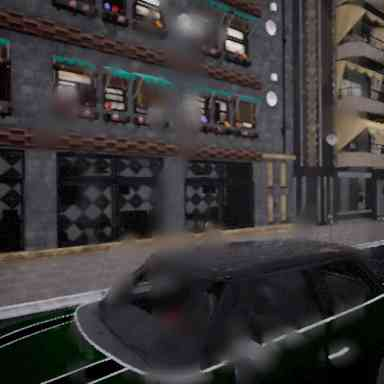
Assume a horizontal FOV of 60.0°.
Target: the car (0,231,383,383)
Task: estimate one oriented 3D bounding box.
[{"bbox_3d":[0.159,1.351,3.157,4.553,1.767,2.097,0,0,-35],"label":"car"}]
